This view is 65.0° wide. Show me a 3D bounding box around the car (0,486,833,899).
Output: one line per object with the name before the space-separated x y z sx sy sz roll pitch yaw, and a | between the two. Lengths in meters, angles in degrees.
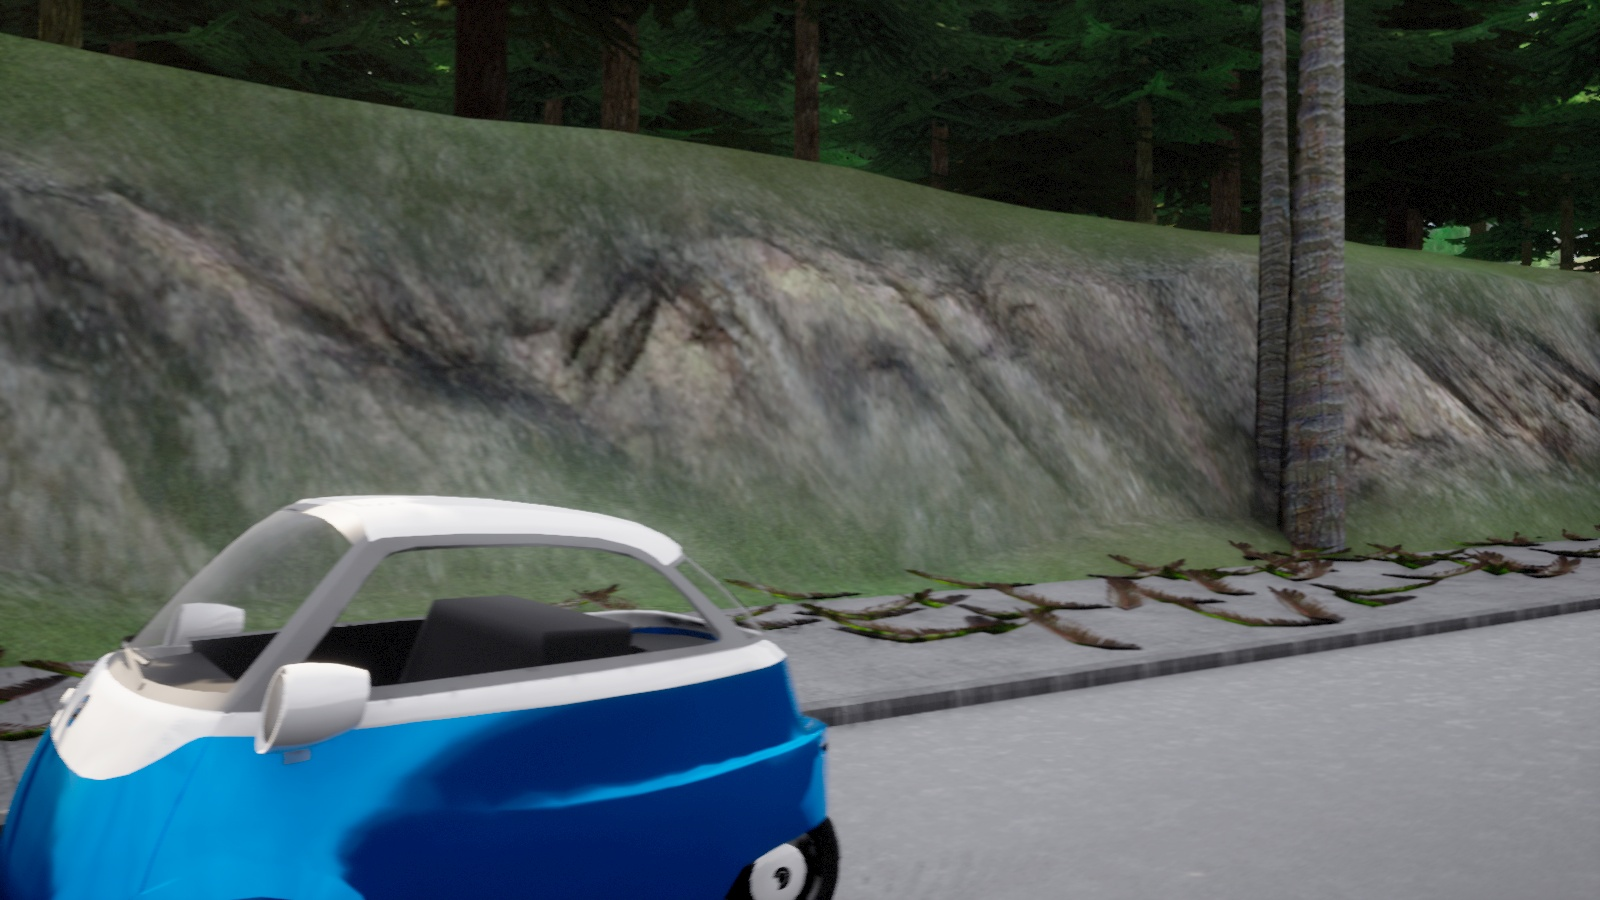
car | -1.241 0.810 3.403 2.207 1.376 1.481 1 -1 -35
